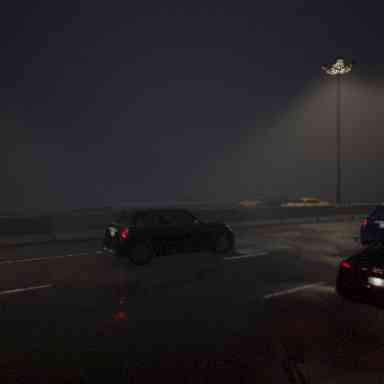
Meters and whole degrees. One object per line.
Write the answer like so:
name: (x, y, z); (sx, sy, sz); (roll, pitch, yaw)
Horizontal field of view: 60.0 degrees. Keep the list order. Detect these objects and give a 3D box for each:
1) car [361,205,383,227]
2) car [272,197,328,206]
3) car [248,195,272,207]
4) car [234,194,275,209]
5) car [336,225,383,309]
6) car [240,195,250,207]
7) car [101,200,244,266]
car: (8.868, 1.248, 13.242); (4.553, 1.767, 2.097); (0, 0, -30)
car: (10.027, 1.283, 29.914); (5.008, 1.535, 1.882); (0, 0, -26)
car: (8.347, 1.301, 32.982); (4.892, 1.490, 1.837); (0, 0, -26)
car: (7.549, 1.113, 40.364); (4.553, 1.767, 2.097); (0, 0, -25)
car: (4.899, 1.509, 6.819); (4.181, 1.385, 1.994); (0, 0, -32)
car: (7.181, 1.261, 36.305); (5.008, 1.535, 1.882); (0, 0, -26)
car: (-0.697, 1.296, 11.537); (4.553, 1.767, 2.097); (0, 0, -33)
